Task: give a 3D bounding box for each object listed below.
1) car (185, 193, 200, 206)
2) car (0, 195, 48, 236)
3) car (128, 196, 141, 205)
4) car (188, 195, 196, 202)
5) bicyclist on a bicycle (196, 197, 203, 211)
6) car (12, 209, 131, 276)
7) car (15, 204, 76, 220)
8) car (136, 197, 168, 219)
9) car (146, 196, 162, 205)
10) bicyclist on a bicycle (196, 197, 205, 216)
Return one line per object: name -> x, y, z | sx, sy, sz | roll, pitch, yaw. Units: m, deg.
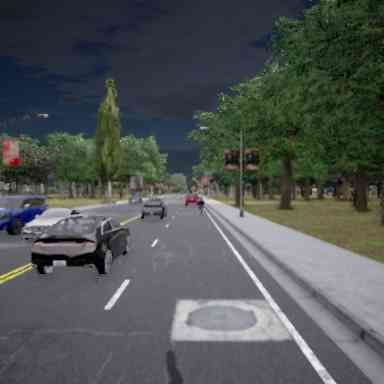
car -> 0.035, 1.171, 54.600 | 2.150, 2.045, 5.566 | 0, 0, 0
car -> -9.852, 1.206, 18.520 | 2.150, 2.045, 5.566 | 0, 0, 0
car -> -9.809, 1.436, 57.951 | 2.128, 1.511, 4.902 | 0, 0, 1
car -> -0.016, 1.407, 74.968 | 1.882, 1.535, 5.008 | 0, 0, 0
bicyclist on a bicycle -> 0.903, 1.398, 39.942 | 0.866, 1.612, 1.509 | 0, 0, 0
car -> -3.152, 1.481, 10.344 | 2.128, 1.511, 4.902 | 0, 0, 0
car -> -6.603, 1.509, 16.670 | 1.812, 1.442, 4.674 | 0, 0, 0
car -> -3.156, 1.464, 28.552 | 2.128, 1.511, 4.902 | 0, 0, 0
car -> -6.554, 1.492, 57.969 | 2.033, 1.411, 5.357 | 0, 0, 1
bicyclist on a bicycle -> 0.887, 1.341, 30.608 | 0.659, 1.776, 1.843 | 0, 0, 0
